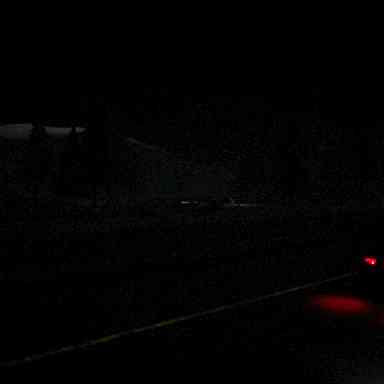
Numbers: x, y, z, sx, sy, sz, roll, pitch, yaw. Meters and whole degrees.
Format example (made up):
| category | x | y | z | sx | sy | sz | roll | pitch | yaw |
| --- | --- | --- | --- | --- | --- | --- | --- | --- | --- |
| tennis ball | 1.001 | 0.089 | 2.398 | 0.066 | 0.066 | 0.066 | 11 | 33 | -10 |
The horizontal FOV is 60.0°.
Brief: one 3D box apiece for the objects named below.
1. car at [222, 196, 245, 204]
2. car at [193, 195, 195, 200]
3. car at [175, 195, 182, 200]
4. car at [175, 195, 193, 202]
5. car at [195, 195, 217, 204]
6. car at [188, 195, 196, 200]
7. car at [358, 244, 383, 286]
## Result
| category | x | y | z | sx | sy | sz | roll | pitch | yaw |
| --- | --- | --- | --- | --- | --- | --- | --- | --- | --- |
| car | 7.359 | 1.468 | 59.916 | 2.033 | 1.411 | 5.357 | 0 | 0 | -25 |
| car | 2.286 | 1.459 | 74.207 | 1.994 | 1.385 | 4.181 | 0 | 0 | -17 |
| car | -3.726 | 1.441 | 90.856 | 1.994 | 1.385 | 4.181 | 0 | 0 | -3 |
| car | -1.806 | 1.432 | 76.289 | 2.128 | 1.511 | 4.902 | 0 | 0 | -14 |
| car | 2.816 | 1.273 | 61.823 | 2.097 | 1.767 | 4.553 | 0 | 0 | -23 |
| car | -0.056 | 1.414 | 88.524 | 1.812 | 1.442 | 4.674 | 0 | 0 | -6 |
| car | 6.203 | 1.533 | 8.090 | 5.357 | 1.411 | 2.033 | 0 | 0 | -35 |
